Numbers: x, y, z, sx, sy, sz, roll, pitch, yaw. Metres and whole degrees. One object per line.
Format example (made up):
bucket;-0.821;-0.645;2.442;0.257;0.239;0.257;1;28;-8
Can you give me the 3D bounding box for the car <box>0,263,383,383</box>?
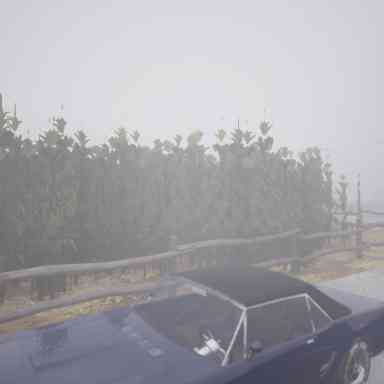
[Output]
car;0.188;1.601;3.603;4.718;1.301;1.895;0;0;-35
